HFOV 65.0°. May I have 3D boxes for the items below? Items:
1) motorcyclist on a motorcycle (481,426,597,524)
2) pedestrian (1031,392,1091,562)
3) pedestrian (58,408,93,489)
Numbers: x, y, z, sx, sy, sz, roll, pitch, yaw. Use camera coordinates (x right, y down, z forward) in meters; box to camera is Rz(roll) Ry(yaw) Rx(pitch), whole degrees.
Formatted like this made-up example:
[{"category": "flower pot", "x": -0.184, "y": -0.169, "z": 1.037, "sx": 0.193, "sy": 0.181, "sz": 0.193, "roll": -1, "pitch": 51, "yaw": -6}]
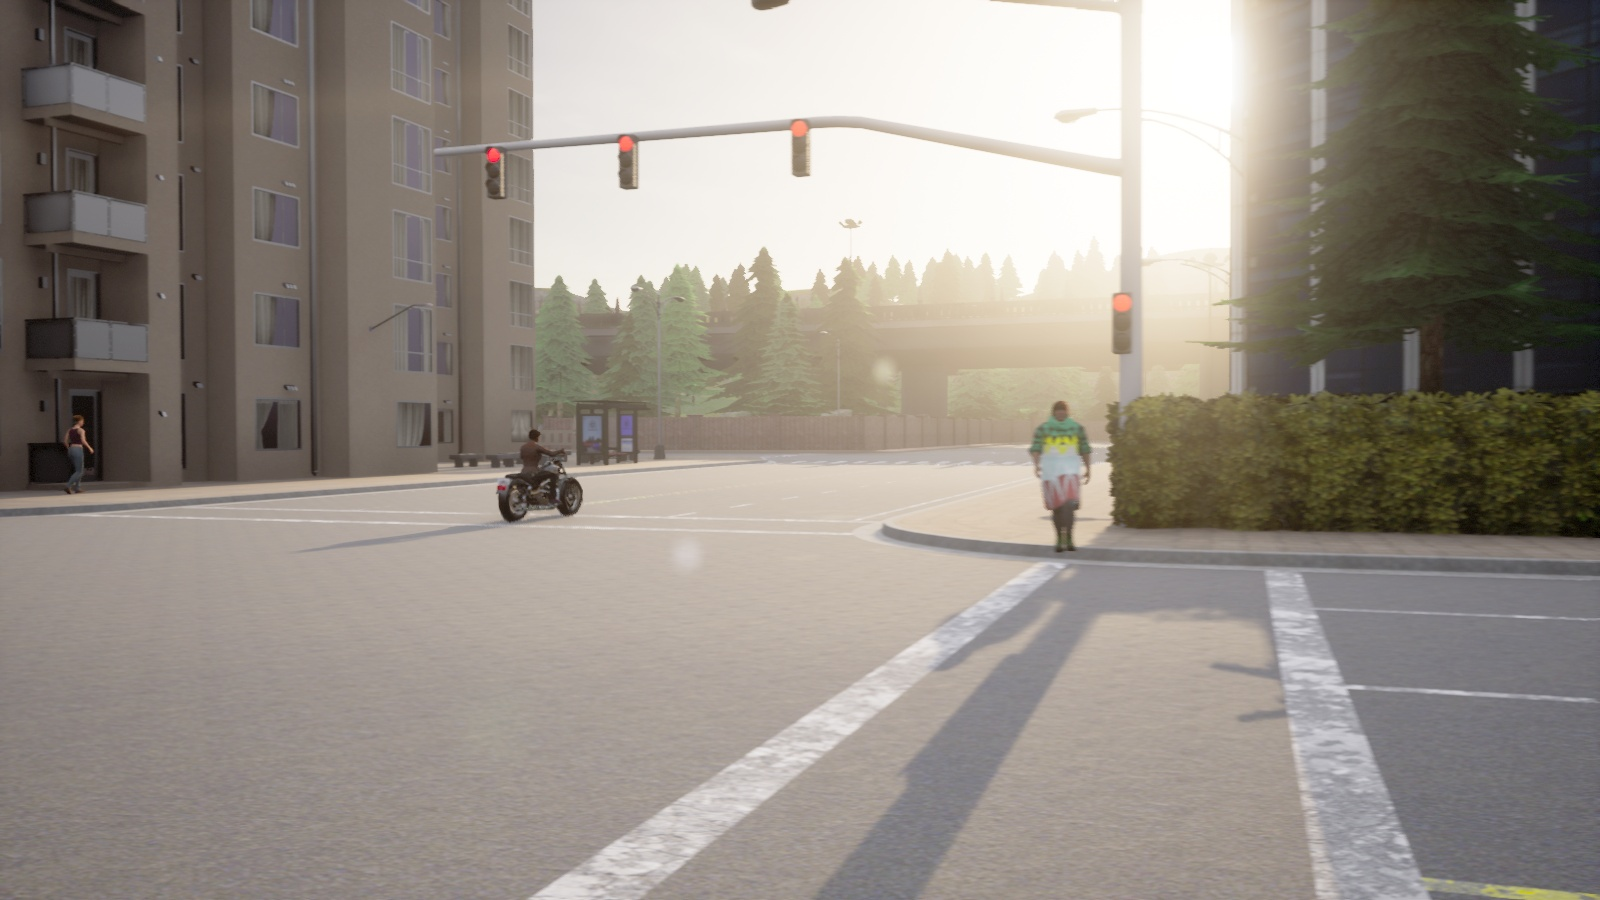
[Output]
[{"category": "motorcyclist on a motorcycle", "x": -4.597, "y": 0.402, "z": 22.331, "sx": 0.766, "sy": 1.649, "sz": 2.350, "roll": 0, "pitch": 1, "yaw": 25}, {"category": "pedestrian", "x": 3.090, "y": 0.304, "z": 14.934, "sx": 0.659, "sy": 1.952, "sz": 0.873, "roll": 0, "pitch": 1, "yaw": 10}, {"category": "pedestrian", "x": -16.628, "y": -0.039, "z": 28.842, "sx": 0.345, "sy": 1.836, "sz": 0.594, "roll": 1, "pitch": 1, "yaw": 26}]
